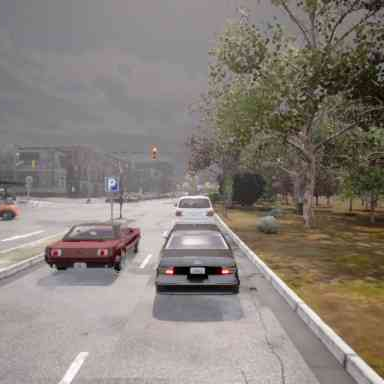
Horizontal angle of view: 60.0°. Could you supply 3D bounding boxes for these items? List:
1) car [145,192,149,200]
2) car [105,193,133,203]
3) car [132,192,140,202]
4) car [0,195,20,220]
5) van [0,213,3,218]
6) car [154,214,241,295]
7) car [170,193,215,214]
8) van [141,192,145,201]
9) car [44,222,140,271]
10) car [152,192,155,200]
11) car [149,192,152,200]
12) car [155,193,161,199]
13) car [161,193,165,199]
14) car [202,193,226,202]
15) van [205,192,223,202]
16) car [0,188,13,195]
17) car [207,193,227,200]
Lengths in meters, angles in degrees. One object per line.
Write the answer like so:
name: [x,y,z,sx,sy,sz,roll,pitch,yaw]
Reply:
car: [-13.059,1.322,76.802,4.892,1.521,2.231,-1,0,-14]
car: [-14.483,1.359,64.845,4.792,1.488,2.163,-1,0,-15]
car: [-13.840,1.316,67.838,5.366,1.575,1.946,-1,0,-15]
car: [-16.643,1.405,27.038,4.553,1.767,2.185,-1,0,-19]
van: [-16.617,1.298,24.060,4.442,1.987,1.878,-1,0,-19]
car: [0.102,1.556,8.874,2.033,1.411,5.357,0,0,0]
car: [0.141,1.246,19.123,2.150,2.045,5.566,0,0,0]
van: [-13.285,1.094,73.830,4.442,1.987,1.878,-1,0,-14]
car: [-2.896,1.613,10.854,1.895,1.301,4.718,0,0,0]
car: [-12.318,1.360,82.799,4.674,1.452,2.002,-1,0,-13]
car: [-12.688,1.360,79.797,4.674,1.452,2.002,-1,0,-13]
car: [-11.506,1.358,88.782,4.674,1.452,2.002,-1,0,-12]
car: [-11.058,1.066,91.788,5.566,2.045,2.435,-1,0,-12]
car: [4.624,1.143,70.421,4.553,1.767,2.185,1,0,-14]
van: [4.243,1.044,67.451,4.442,1.987,1.878,1,0,-14]
car: [-31.198,0.138,55.703,2.002,1.452,4.674,6,-3,-19]
car: [6.406,1.130,85.122,4.553,1.767,2.185,1,0,-12]
